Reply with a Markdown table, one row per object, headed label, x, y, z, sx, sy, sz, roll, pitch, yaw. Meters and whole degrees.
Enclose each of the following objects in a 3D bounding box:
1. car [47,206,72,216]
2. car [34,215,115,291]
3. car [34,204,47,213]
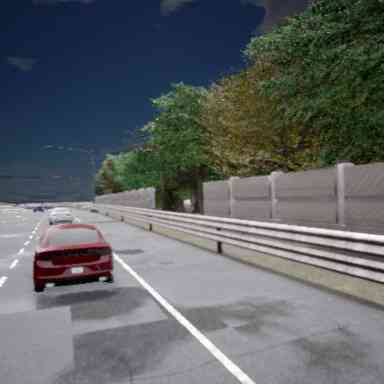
| label | x | y | z | sx | sy | sz | roll | pitch | yaw |
| --- | --- | --- | --- | --- | --- | --- | --- | --- | --- |
| car | -11.921 | 2.141 | 30.265 | 1.812 | 1.442 | 4.674 | -2 | 0 | -22 |
| car | -3.561 | 1.684 | 9.887 | 1.882 | 1.535 | 5.008 | -2 | -1 | -22 |
| car | -31.111 | 3.350 | 67.677 | 1.882 | 1.535 | 5.008 | -2 | -1 | -22 |
